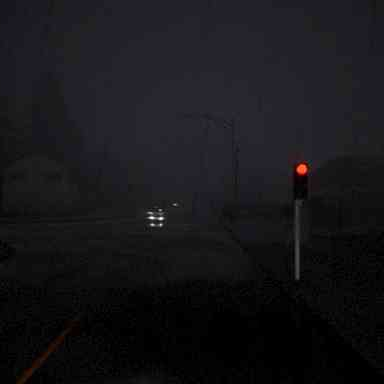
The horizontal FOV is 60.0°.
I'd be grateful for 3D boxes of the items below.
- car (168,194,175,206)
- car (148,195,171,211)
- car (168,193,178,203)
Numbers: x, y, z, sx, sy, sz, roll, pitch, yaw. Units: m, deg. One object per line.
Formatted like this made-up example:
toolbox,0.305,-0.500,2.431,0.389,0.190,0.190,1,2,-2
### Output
car,-4.069,1.525,51.906,1.812,1.442,4.674,0,0,0
car,-4.085,1.491,40.057,2.128,1.511,4.902,0,0,0
car,-3.995,1.218,67.384,2.150,2.045,5.566,0,0,0
